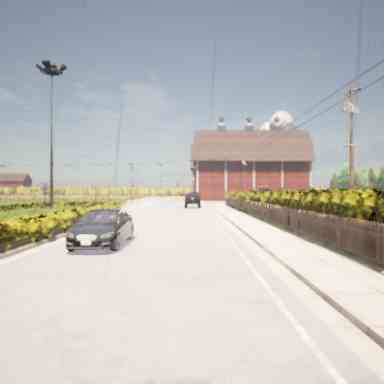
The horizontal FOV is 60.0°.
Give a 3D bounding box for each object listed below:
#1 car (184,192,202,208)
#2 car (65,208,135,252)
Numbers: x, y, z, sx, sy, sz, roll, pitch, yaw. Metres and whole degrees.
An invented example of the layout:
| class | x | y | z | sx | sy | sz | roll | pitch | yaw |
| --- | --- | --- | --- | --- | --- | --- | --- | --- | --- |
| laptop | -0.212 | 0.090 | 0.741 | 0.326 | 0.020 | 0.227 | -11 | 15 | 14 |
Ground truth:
| class | x | y | z | sx | sy | sz | roll | pitch | yaw |
| --- | --- | --- | --- | --- | --- | --- | --- | --- | --- |
| car | 0.130 | 1.068 | 46.089 | 2.150 | 2.045 | 5.566 | 0 | -1 | 1 |
| car | -3.580 | 1.447 | 13.665 | 2.128 | 1.511 | 4.902 | 0 | 0 | 0 |
